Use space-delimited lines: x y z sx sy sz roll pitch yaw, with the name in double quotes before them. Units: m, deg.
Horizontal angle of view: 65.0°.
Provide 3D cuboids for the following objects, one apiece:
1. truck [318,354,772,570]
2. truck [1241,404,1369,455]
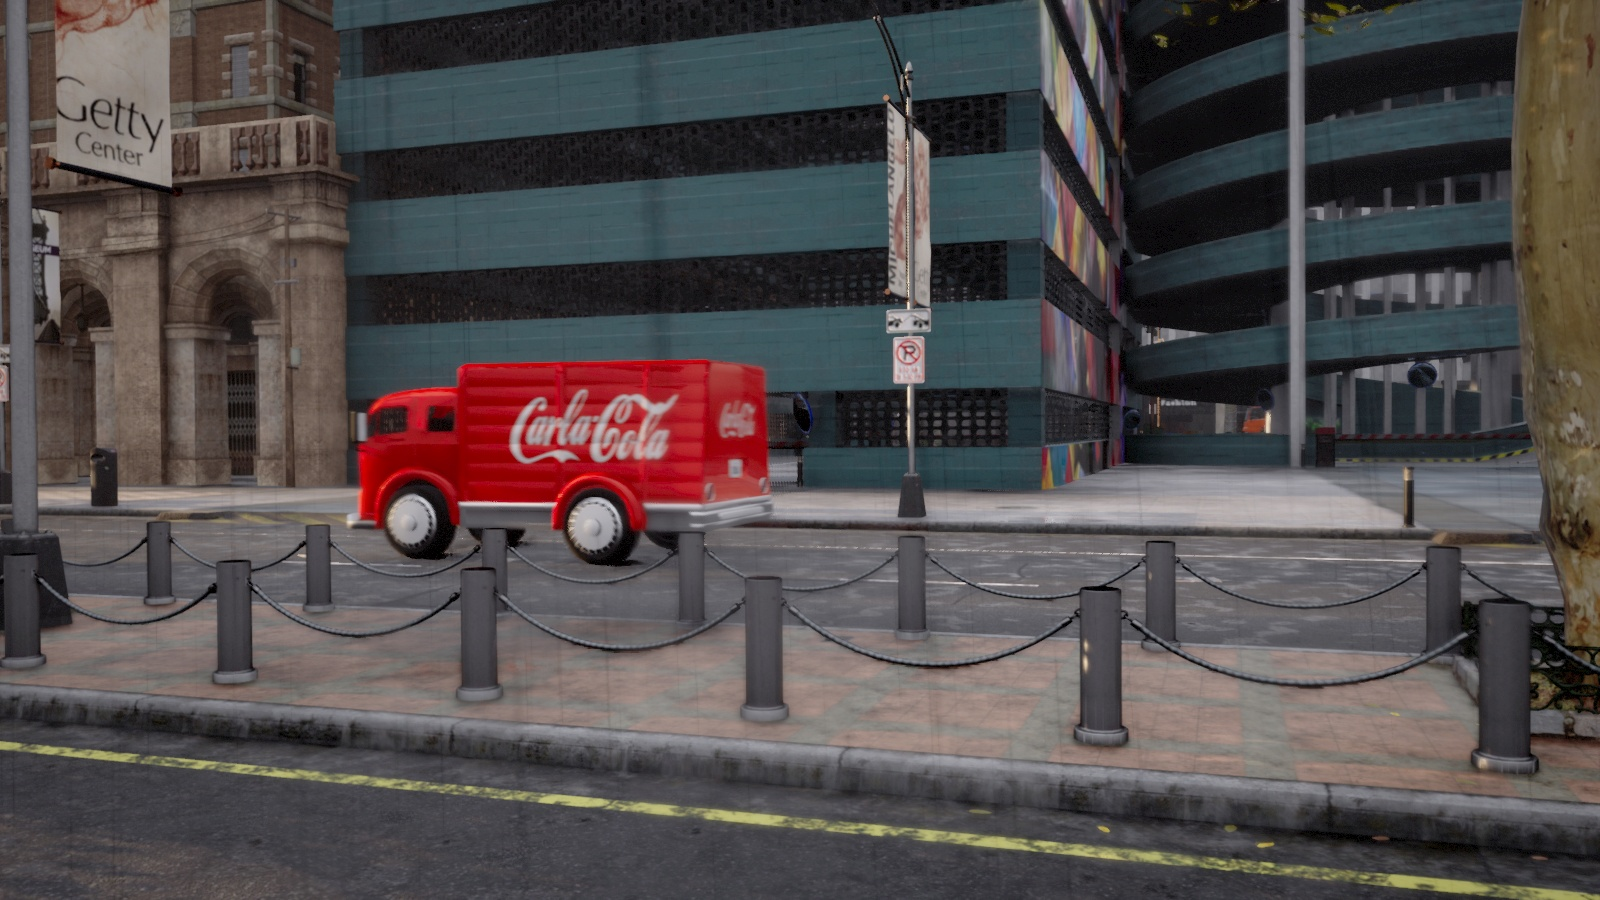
"truck" -3.254 0.101 16.412 5.204 2.467 2.627 0 1 19
"truck" 35.463 -1.457 88.318 7.936 3.462 2.891 1 1 31
